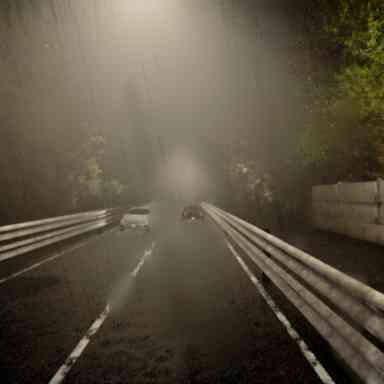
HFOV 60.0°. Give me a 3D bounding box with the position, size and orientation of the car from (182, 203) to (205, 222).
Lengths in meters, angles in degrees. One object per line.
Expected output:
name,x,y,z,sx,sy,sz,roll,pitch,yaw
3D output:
car,0.090,1.834,28.704,1.895,1.301,4.718,0,-1,0

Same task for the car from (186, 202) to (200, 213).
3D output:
car,0.082,2.158,47.073,1.895,1.301,4.718,0,-1,0

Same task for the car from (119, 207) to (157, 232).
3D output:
car,-3.294,1.665,21.147,1.812,1.442,4.674,0,-1,1
